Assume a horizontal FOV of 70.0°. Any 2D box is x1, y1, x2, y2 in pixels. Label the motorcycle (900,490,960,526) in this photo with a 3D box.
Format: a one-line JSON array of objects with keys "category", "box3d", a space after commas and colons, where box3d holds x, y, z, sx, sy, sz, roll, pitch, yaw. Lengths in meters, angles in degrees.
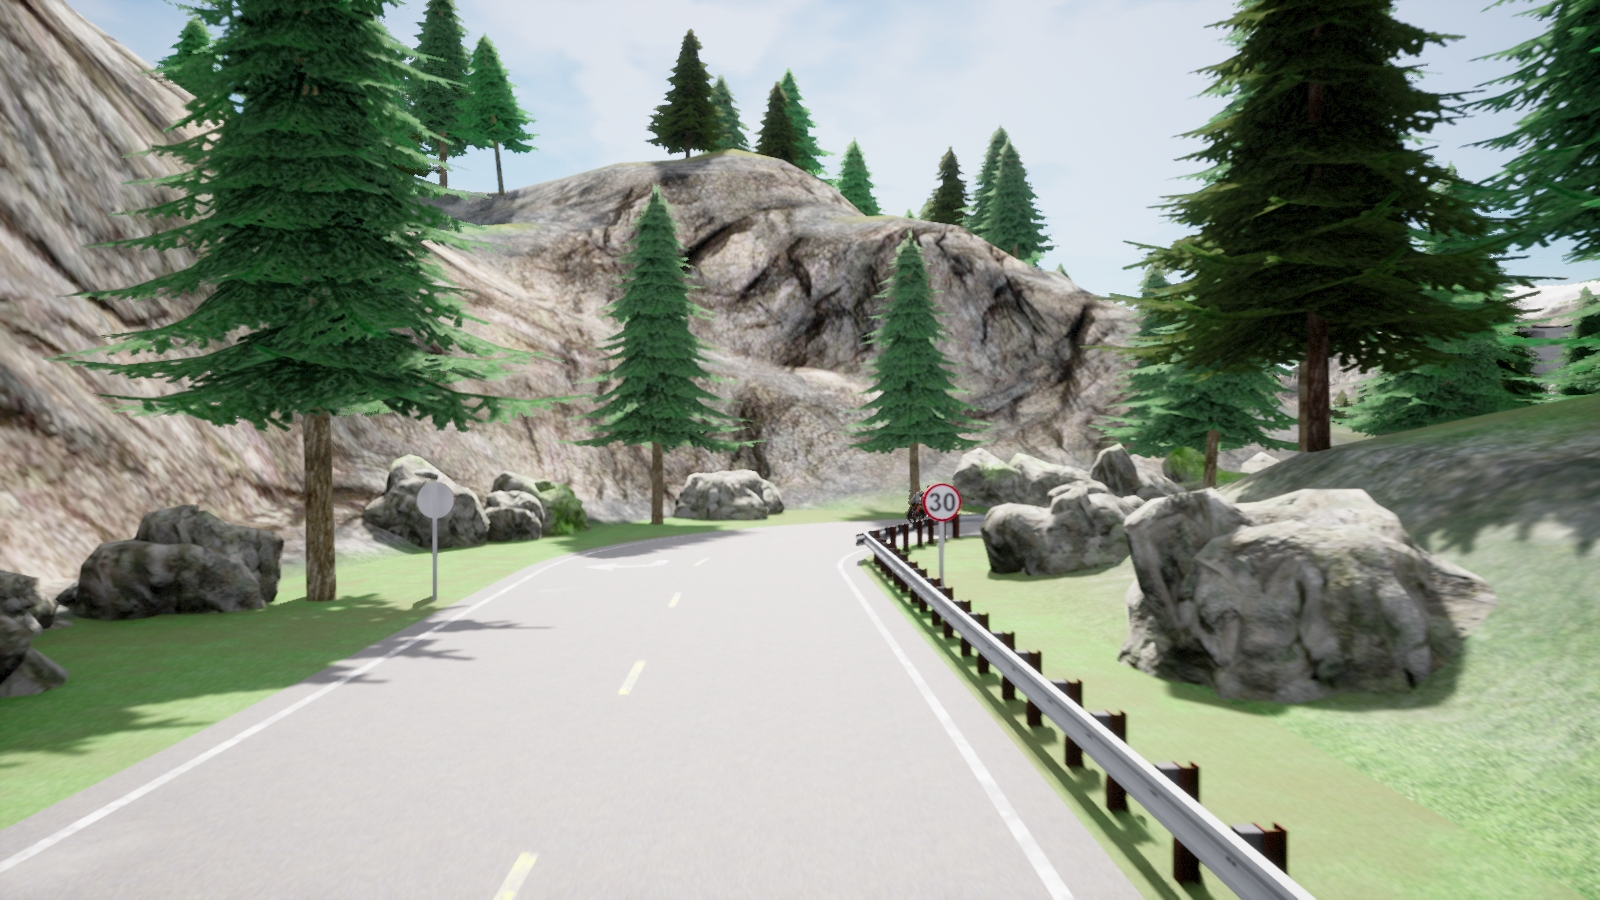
[{"category": "motorcycle", "box3d": [4.963, 2.207, 43.669, 2.209, 1.251, 0.867, 0, 1, -32]}]
